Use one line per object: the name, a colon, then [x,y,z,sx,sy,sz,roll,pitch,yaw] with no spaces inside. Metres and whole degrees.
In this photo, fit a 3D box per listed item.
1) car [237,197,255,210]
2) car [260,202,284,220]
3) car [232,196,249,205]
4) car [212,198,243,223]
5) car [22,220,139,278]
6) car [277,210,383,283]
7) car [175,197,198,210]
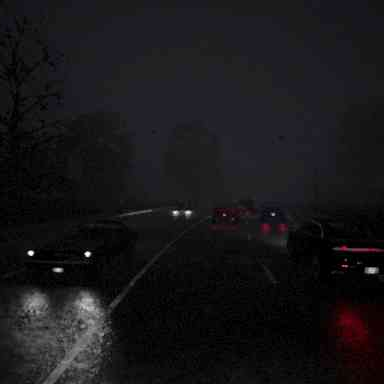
car: [6.906,1.487,42.457,2.128,1.511,4.902,0,0,17]
car: [6.643,1.530,27.603,1.812,1.442,4.674,0,0,12]
car: [8.423,1.512,57.492,1.812,1.442,4.674,0,0,22]
car: [2.705,1.470,25.686,1.882,1.535,5.008,0,0,10]
car: [-3.084,1.588,10.273,1.895,1.301,4.718,0,0,5]
car: [4.105,1.496,9.675,2.128,1.511,4.902,0,0,4]
car: [-0.680,1.444,42.304,1.882,1.535,5.008,0,0,17]
